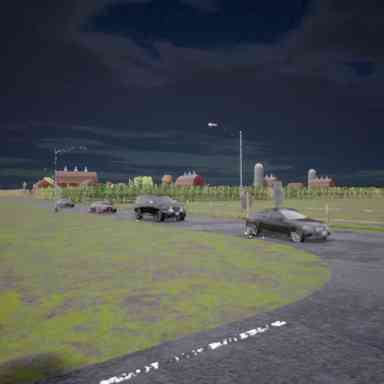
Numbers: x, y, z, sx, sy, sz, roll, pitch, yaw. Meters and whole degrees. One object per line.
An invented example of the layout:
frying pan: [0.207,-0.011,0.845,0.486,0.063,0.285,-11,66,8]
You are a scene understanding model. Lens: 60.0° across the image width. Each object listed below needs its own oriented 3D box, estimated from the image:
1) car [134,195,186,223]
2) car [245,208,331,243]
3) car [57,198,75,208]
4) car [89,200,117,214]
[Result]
car: [-2.719,1.280,26.768,2.150,2.045,5.566,-1,0,-36]
car: [4.622,1.565,16.660,1.812,1.442,4.674,-1,0,-32]
car: [-19.048,1.666,49.767,1.994,1.385,4.181,-1,0,-35]
car: [-9.844,1.637,36.631,1.994,1.385,4.181,-1,0,-36]
